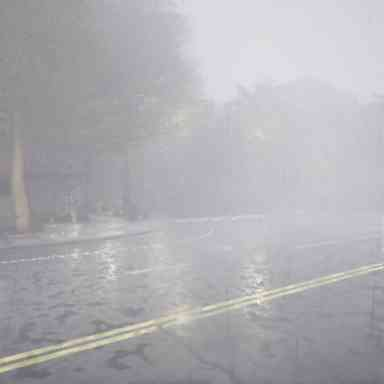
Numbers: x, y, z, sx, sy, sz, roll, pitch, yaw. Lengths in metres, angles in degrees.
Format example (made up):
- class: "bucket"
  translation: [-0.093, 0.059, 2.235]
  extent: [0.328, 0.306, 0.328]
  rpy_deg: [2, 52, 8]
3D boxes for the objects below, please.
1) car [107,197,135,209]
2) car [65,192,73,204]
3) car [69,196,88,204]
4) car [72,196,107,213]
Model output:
- class: "car"
  translation: [-8.555, 1.396, 41.621]
  extent: [1.812, 1.442, 4.674]
  rpy_deg: [0, 0, -35]
- class: "car"
  translation: [-20.544, 1.044, 53.532]
  extent: [2.435, 2.045, 5.566]
  rpy_deg: [0, 0, -35]
- class: "car"
  translation: [-19.628, 1.371, 57.469]
  extent: [1.994, 1.385, 4.181]
  rpy_deg: [0, 0, -34]
- class: "car"
  translation: [-12.763, 1.344, 41.443]
  extent: [2.231, 1.521, 4.892]
  rpy_deg: [0, 0, -35]
